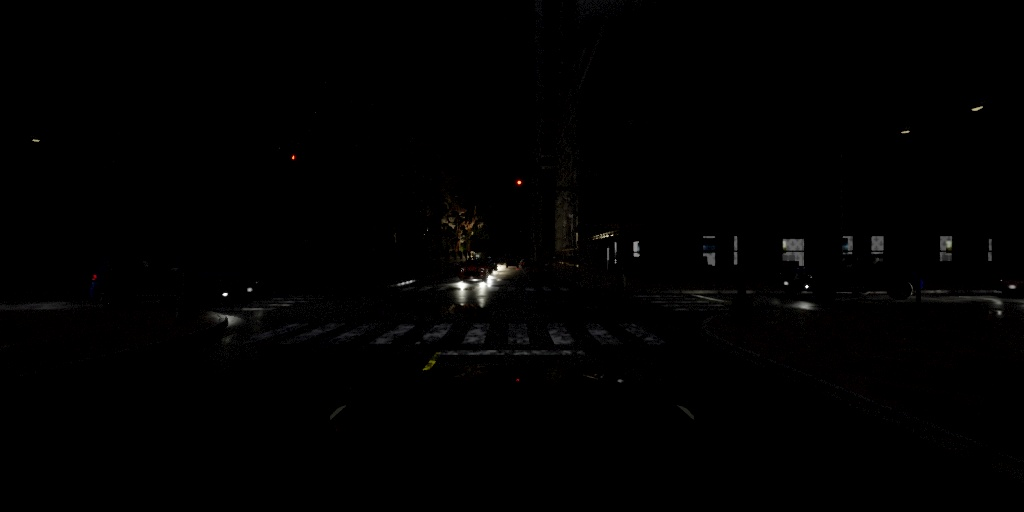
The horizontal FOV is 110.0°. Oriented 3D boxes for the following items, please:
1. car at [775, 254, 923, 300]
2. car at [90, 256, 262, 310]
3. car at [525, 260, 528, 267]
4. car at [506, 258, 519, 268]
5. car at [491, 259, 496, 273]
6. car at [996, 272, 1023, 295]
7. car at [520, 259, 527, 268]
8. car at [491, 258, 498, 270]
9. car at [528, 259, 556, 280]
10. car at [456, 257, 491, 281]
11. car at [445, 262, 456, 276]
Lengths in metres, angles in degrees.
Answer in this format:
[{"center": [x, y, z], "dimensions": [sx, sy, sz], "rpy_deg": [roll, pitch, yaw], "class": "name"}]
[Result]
[{"center": [15.700, 0.925, 16.873], "dimensions": [5.566, 2.045, 2.150], "rpy_deg": [0, 0, 1], "class": "car"}, {"center": [-13.260, 0.999, 14.343], "dimensions": [5.566, 2.045, 2.150], "rpy_deg": [0, 0, 0], "class": "car"}, {"center": [2.664, 1.318, 36.516], "dimensions": [1.948, 1.339, 4.313], "rpy_deg": [0, 0, 0], "class": "car"}, {"center": [0.059, 1.101, 61.938], "dimensions": [2.097, 1.767, 4.553], "rpy_deg": [0, 0, 0], "class": "car"}, {"center": [-3.127, 1.353, 39.794], "dimensions": [1.895, 1.301, 4.718], "rpy_deg": [0, 0, 0], "class": "car"}, {"center": [25.776, 1.164, 16.667], "dimensions": [4.902, 1.511, 2.128], "rpy_deg": [0, 0, 1], "class": "car"}, {"center": [2.647, 1.315, 59.241], "dimensions": [1.948, 1.339, 4.313], "rpy_deg": [0, 0, 0], "class": "car"}, {"center": [-3.124, 1.105, 49.770], "dimensions": [2.097, 1.767, 4.553], "rpy_deg": [0, 0, 0], "class": "car"}, {"center": [2.669, 1.192, 30.835], "dimensions": [1.967, 1.591, 4.097], "rpy_deg": [0, 0, 0], "class": "car"}, {"center": [-3.121, 1.104, 30.007], "dimensions": [2.097, 1.767, 4.553], "rpy_deg": [0, 0, 0], "class": "car"}, {"center": [-5.716, 1.297, 36.507], "dimensions": [1.888, 1.381, 4.507], "rpy_deg": [0, 0, 0], "class": "car"}]
